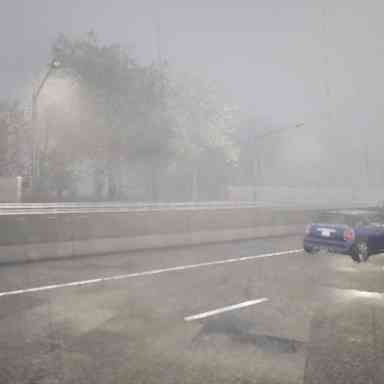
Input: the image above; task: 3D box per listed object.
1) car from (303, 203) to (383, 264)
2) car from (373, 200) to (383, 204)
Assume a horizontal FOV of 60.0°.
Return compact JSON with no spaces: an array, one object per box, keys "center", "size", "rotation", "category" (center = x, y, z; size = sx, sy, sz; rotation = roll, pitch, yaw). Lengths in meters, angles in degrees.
[{"center":[6.332,1.475,12.636],"size":[4.553,1.767,2.097],"rotation":[1,0,-35],"category":"car"},{"center":[32.552,2.139,57.238],"size":[4.902,1.511,2.128],"rotation":[1,0,-35],"category":"car"}]
